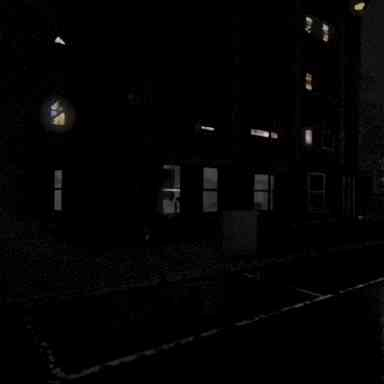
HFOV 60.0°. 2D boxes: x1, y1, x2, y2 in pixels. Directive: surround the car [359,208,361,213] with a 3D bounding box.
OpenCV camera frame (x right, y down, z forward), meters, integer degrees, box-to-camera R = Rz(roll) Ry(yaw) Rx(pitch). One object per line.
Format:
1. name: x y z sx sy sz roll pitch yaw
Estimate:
1. car: 13.025 1.409 31.666 2.033 1.411 5.357 1 1 -37
